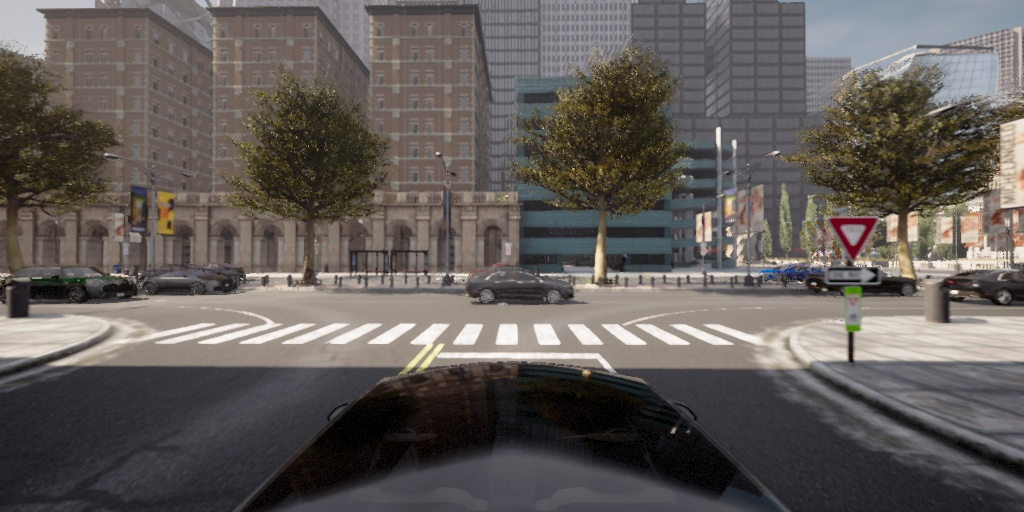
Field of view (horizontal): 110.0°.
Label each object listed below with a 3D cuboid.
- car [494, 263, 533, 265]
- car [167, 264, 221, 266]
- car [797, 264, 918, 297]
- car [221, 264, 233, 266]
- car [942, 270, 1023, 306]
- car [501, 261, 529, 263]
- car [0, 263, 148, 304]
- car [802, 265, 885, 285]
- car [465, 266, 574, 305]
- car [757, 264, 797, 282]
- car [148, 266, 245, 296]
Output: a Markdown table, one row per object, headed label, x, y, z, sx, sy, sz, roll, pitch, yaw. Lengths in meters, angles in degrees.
| label | x | y | z | sx | sy | sz | roll | pitch | yaw |
| --- | --- | --- | --- | --- | --- | --- | --- | --- | --- |
| car | -0.816 | 1.461 | 27.971 | 4.674 | 1.442 | 1.812 | 0 | 0 | 1 |
| car | -26.608 | 1.426 | 28.412 | 4.902 | 1.511 | 2.128 | 0 | 0 | 1 |
| car | 18.868 | 1.356 | 19.459 | 5.008 | 1.535 | 1.882 | 0 | 0 | 1 |
| car | -26.548 | 1.451 | 31.911 | 4.902 | 1.511 | 2.128 | 0 | 0 | 1 |
| car | 22.056 | 1.359 | 15.911 | 4.892 | 1.490 | 1.837 | 0 | 0 | 1 |
| car | -1.262 | 1.438 | 31.494 | 5.008 | 1.535 | 1.882 | 0 | 0 | 1 |
| car | -20.320 | 1.204 | 16.607 | 4.553 | 1.767 | 2.097 | 0 | 0 | 1 |
| car | 25.338 | 1.462 | 27.534 | 4.674 | 1.442 | 1.812 | 0 | 0 | 1 |
| car | 0.334 | 1.358 | 16.263 | 4.892 | 1.490 | 1.837 | 0 | 0 | 1 |
| car | 24.056 | 1.439 | 31.066 | 5.008 | 1.535 | 1.882 | 0 | 0 | 1 |
| car | -17.920 | 1.441 | 20.067 | 4.181 | 1.385 | 1.994 | 0 | 0 | 1 |
